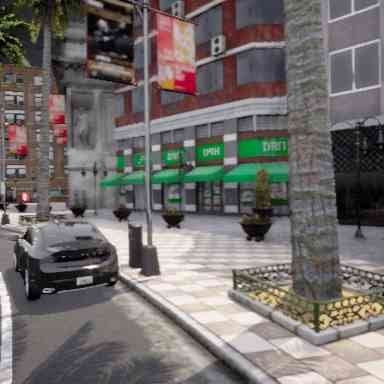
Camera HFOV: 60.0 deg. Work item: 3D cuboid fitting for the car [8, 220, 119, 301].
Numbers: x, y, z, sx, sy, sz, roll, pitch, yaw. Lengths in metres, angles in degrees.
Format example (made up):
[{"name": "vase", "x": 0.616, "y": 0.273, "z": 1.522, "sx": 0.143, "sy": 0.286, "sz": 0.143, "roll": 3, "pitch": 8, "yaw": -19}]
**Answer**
[{"name": "car", "x": -3.388, "y": 1.475, "z": 8.509, "sx": 1.837, "sy": 1.490, "sz": 4.892, "roll": -2, "pitch": 1, "yaw": -32}]
